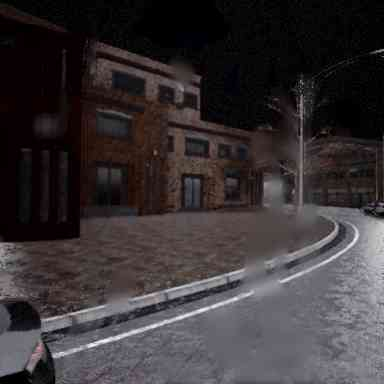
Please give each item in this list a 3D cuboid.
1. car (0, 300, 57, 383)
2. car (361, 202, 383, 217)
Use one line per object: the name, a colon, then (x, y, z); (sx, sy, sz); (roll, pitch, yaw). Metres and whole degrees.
car: (-3.387, 1.523, 1.840); (4.902, 1.511, 2.128); (0, 0, -35)
car: (18.087, 1.616, 32.151); (1.994, 1.385, 4.181); (1, 0, 5)
